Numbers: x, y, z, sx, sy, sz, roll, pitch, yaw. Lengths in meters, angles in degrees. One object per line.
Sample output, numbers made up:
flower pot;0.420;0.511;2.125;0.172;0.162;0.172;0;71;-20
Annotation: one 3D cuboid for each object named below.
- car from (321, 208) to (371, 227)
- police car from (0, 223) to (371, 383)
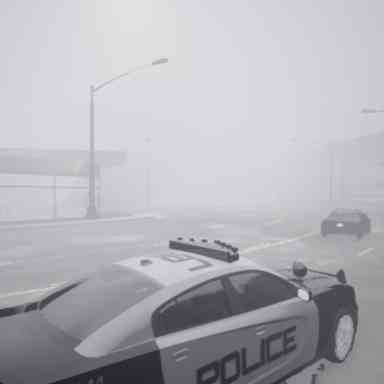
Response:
car;8.294;1.564;17.814;1.994;1.385;4.181;0;0;34
police car;0.241;1.425;4.118;5.238;1.638;1.930;0;0;-39
